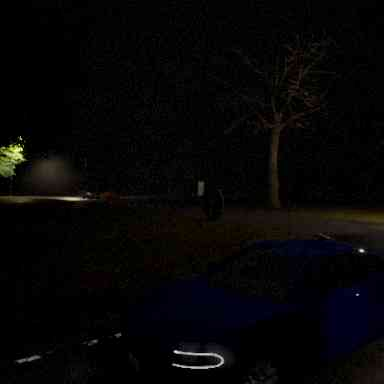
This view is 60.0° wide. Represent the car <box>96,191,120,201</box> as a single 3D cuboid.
[{"bbox_3d":[-13.169,0.641,53.120,1.882,1.535,5.008,2,-1,-35],"label":"car"}]

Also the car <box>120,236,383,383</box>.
[{"bbox_3d":[1.433,1.483,4.890,5.008,1.535,1.882,0,0,-35],"label":"car"}]

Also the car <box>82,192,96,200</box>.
[{"bbox_3d":[-18.234,0.673,60.089,2.033,1.411,5.357,2,-1,-36],"label":"car"}]
